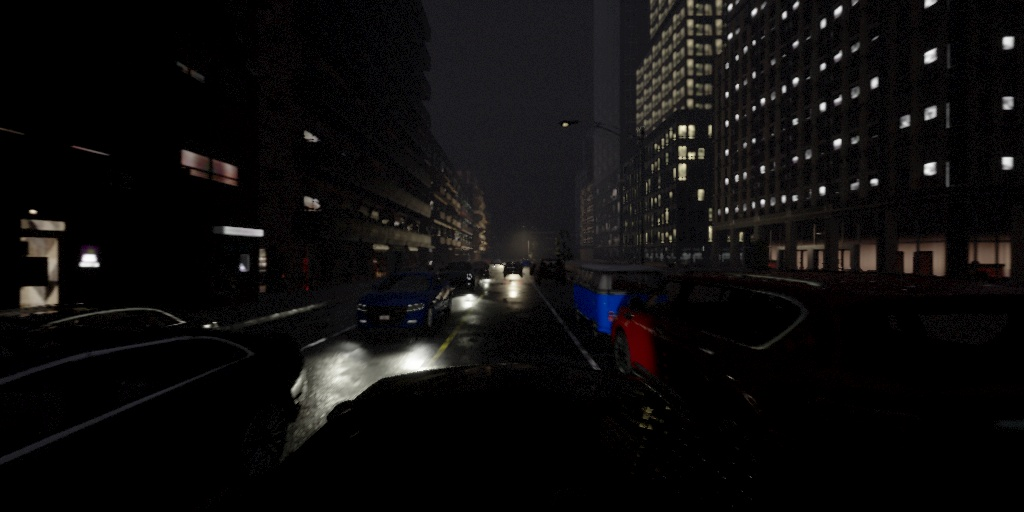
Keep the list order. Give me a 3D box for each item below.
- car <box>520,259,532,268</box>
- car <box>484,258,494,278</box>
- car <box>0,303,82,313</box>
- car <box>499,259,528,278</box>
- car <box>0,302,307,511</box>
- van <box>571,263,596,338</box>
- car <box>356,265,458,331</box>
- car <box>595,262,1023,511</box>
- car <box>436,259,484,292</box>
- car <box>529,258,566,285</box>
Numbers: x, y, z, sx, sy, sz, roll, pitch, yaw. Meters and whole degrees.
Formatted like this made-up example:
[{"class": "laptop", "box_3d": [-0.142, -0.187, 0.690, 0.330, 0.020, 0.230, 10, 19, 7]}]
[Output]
[{"class": "car", "box_3d": [2.374, 1.308, 62.420, 1.812, 1.442, 4.674, 0, 0, 0]}, {"class": "car", "box_3d": [-3.026, 1.235, 33.716, 1.882, 1.535, 5.008, 0, 0, 0]}, {"class": "car", "box_3d": [-5.690, 1.300, 4.160, 2.007, 1.370, 4.403, 0, 0, 0]}, {"class": "car", "box_3d": [0.112, 1.250, 34.785, 2.128, 1.511, 4.902, 0, 0, 0]}, {"class": "car", "box_3d": [-3.099, 1.242, 1.824, 2.128, 1.511, 4.902, 0, 0, 0]}, {"class": "van", "box_3d": [2.692, 1.089, 9.682, 1.690, 1.789, 3.998, 0, 0, 0]}, {"class": "car", "box_3d": [-3.097, 1.226, 11.230, 1.882, 1.535, 5.008, 0, 0, 0]}, {"class": "car", "box_3d": [2.690, 1.064, 4.157, 2.192, 1.841, 5.009, 0, 0, 0]}, {"class": "car", "box_3d": [-3.074, 1.104, 21.172, 2.097, 1.767, 4.553, 0, 0, 1]}, {"class": "car", "box_3d": [2.698, 1.067, 26.262, 2.192, 1.841, 5.009, 0, 0, 0]}]
